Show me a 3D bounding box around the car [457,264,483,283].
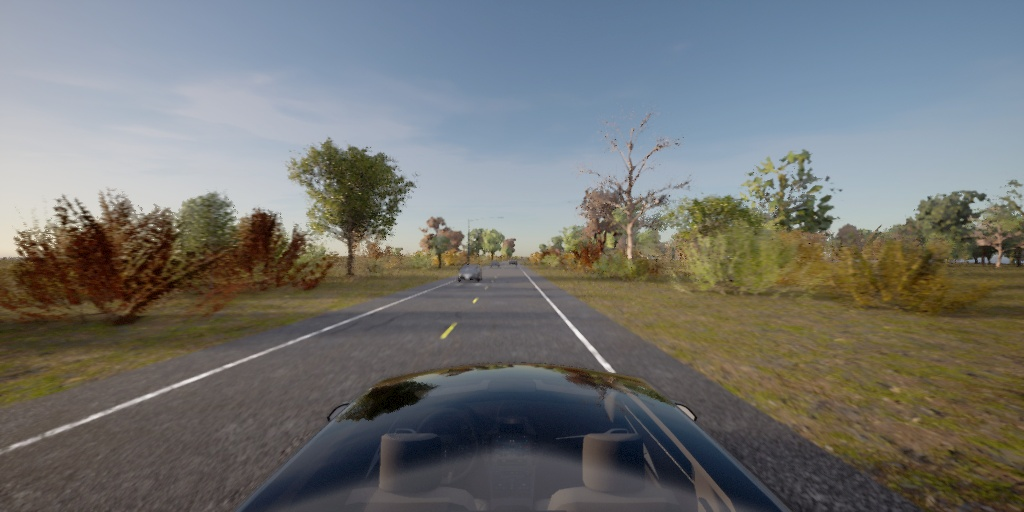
[{"bbox_3d":[-3.588,1.482,31.381,2.128,1.511,4.902,0,0,0],"label":"car"}]
